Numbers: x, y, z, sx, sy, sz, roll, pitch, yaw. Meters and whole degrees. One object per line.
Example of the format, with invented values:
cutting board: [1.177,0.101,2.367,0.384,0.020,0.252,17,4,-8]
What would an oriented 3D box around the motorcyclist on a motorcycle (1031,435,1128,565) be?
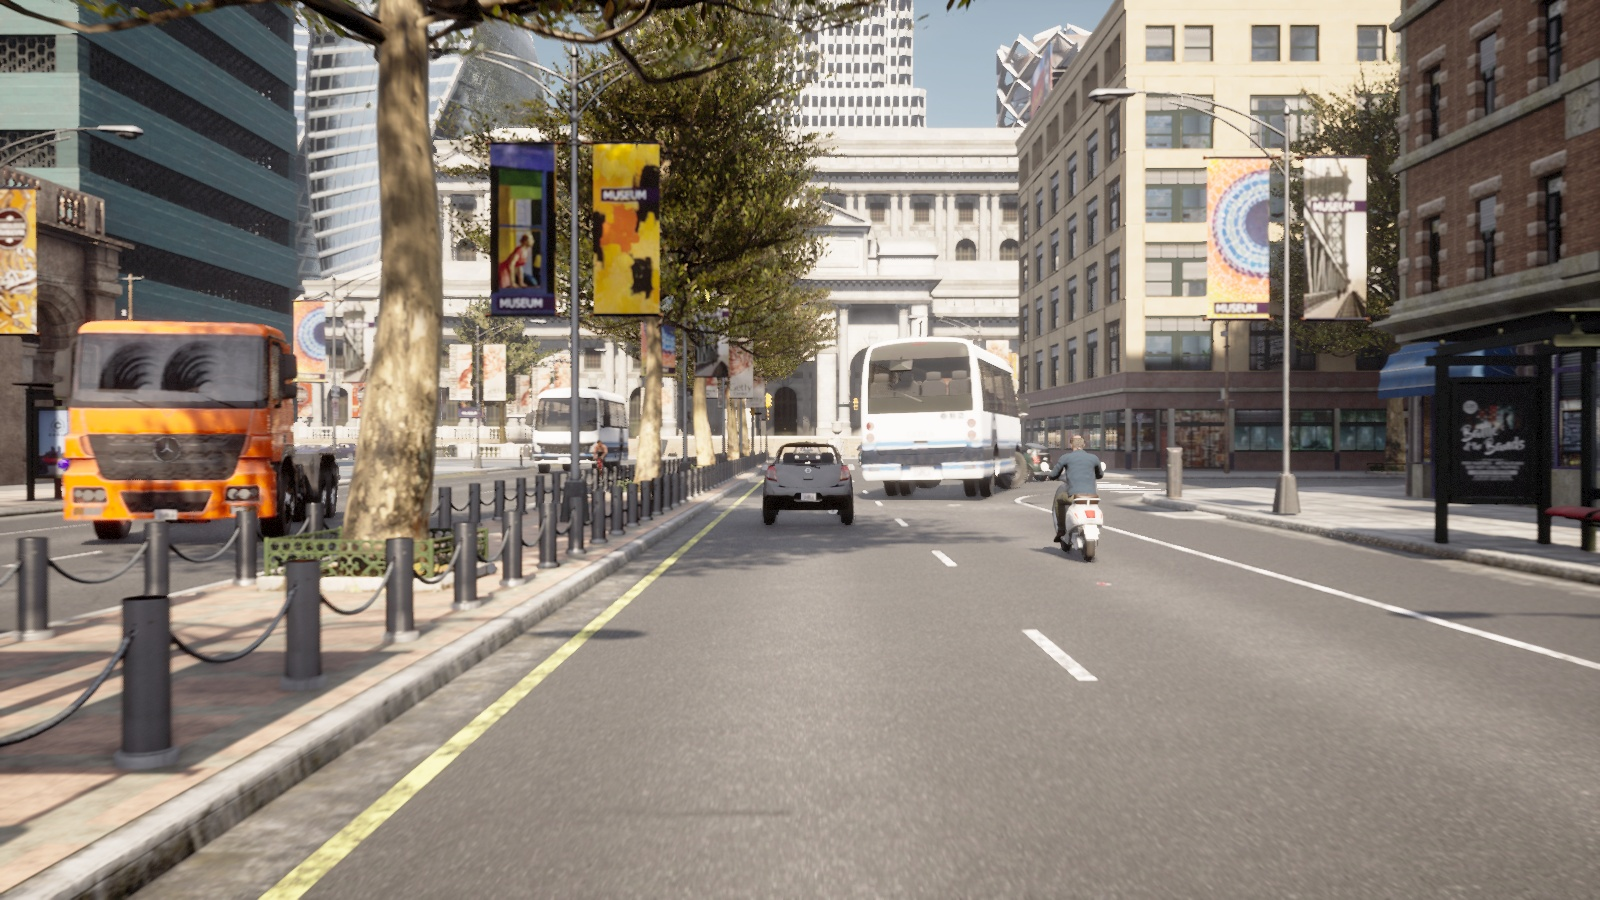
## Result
motorcyclist on a motorcycle: [3.608,0.611,16.366,0.866,1.590,1.817,0,0,0]

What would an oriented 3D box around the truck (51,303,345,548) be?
truck: [-10.027,-0.367,21.929,2.891,3.462,7.936,0,0,-12]

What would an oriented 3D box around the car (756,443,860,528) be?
car: [0.152,0.624,24.131,1.845,1.501,3.633,0,0,0]

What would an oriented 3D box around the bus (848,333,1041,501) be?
bus: [4.679,-0.839,37.716,3.944,4.253,10.273,-2,0,16]

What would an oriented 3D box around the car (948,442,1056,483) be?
car: [7.806,0.457,48.663,3.705,1.549,1.789,0,1,34]

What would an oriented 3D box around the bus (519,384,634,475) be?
bus: [-11.190,-1.001,64.312,3.944,4.253,10.273,0,0,1]
